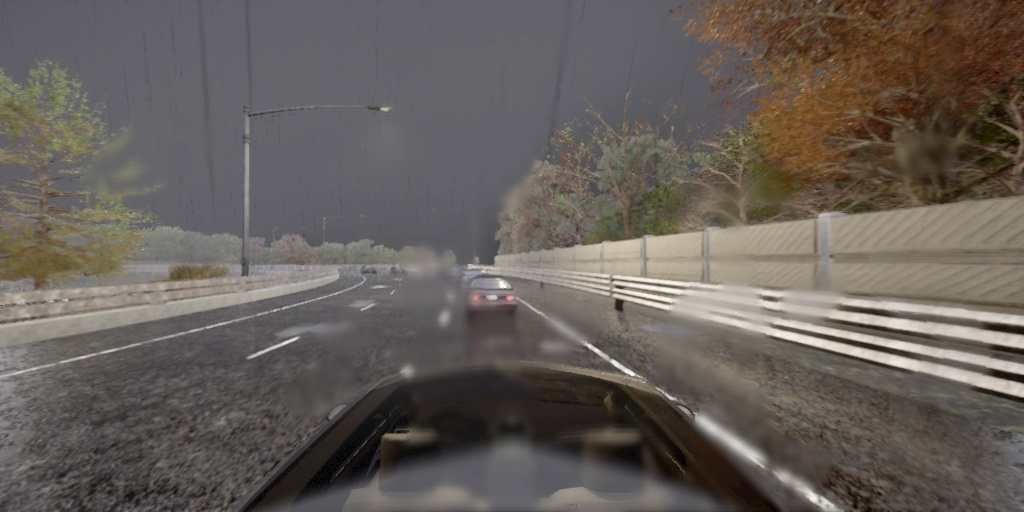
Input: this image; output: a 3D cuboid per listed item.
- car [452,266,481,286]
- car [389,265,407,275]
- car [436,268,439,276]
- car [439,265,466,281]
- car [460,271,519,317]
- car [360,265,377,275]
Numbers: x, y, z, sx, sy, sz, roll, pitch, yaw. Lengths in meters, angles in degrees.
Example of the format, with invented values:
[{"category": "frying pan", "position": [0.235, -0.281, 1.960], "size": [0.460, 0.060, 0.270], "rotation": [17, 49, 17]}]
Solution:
[{"category": "car", "position": [-3.077, 1.677, 26.966], "size": [2.033, 1.411, 5.357], "rotation": [0, -1, -13]}, {"category": "car", "position": [-17.180, 2.066, 53.911], "size": [2.128, 1.511, 4.902], "rotation": [0, -1, -28]}, {"category": "car", "position": [-9.044, 1.970, 48.355], "size": [1.837, 1.490, 4.892], "rotation": [0, 0, -14]}, {"category": "car", "position": [-6.039, 1.839, 37.306], "size": [2.033, 1.411, 5.357], "rotation": [0, -1, -16]}, {"category": "car", "position": [-0.930, 1.483, 14.265], "size": [2.033, 1.411, 5.357], "rotation": [0, -1, -8]}, {"category": "car", "position": [-22.695, 2.159, 56.487], "size": [1.812, 1.442, 4.674], "rotation": [0, -1, -31]}]
